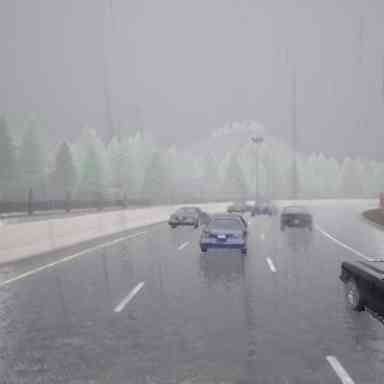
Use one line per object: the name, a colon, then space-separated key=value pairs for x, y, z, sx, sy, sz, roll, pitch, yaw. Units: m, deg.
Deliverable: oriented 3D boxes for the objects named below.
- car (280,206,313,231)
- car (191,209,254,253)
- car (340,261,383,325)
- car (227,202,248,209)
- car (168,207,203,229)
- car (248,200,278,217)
car: x=6.995 y=1.674 z=22.442 sx=1.882 sy=1.535 sz=5.008 roll=0 pitch=-1 yaw=15
car: x=1.524 y=1.670 z=14.431 sx=2.033 sy=1.411 sz=5.357 roll=0 pitch=0 yaw=10
car: x=3.883 y=1.647 z=4.845 sx=1.895 sy=1.301 sz=4.718 roll=0 pitch=0 yaw=4
car: x=5.684 y=1.878 z=39.053 sx=2.033 sy=1.411 sz=5.357 roll=0 pitch=-1 yaw=26
car: x=-0.074 y=1.740 z=23.277 sx=2.033 sy=1.411 sz=5.357 roll=0 pitch=-1 yaw=15
car: x=7.672 y=1.651 z=34.792 sx=2.097 sy=1.767 sz=4.553 roll=0 pitch=0 yaw=22
